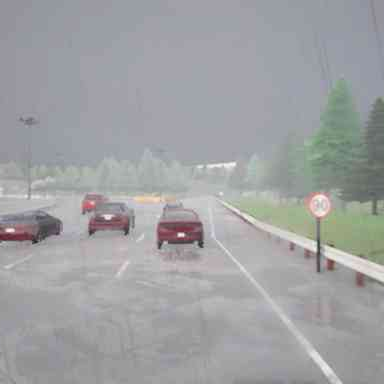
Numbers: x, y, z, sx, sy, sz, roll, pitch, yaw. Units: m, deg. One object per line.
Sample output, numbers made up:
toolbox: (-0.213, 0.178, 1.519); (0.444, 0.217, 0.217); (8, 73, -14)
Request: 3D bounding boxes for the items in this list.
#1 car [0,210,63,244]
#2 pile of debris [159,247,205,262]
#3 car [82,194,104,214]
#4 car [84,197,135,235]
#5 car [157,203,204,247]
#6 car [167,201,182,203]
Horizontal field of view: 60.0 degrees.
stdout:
car: (-7.688, 1.565, 15.848); (1.994, 1.385, 4.181); (0, 0, -4)
pile of debris: (-0.371, 2.169, 11.624); (1.500, 0.140, 1.860); (0, 0, -3)
car: (-10.110, 1.215, 34.861); (2.150, 2.045, 5.566); (0, 0, -10)
car: (-4.470, 1.347, 19.053); (2.097, 1.767, 4.553); (0, 0, -5)
car: (-0.575, 1.470, 15.007); (1.882, 1.535, 5.008); (0, 0, -4)
car: (-1.757, 1.584, 33.183); (1.895, 1.301, 4.718); (0, 0, -3)
